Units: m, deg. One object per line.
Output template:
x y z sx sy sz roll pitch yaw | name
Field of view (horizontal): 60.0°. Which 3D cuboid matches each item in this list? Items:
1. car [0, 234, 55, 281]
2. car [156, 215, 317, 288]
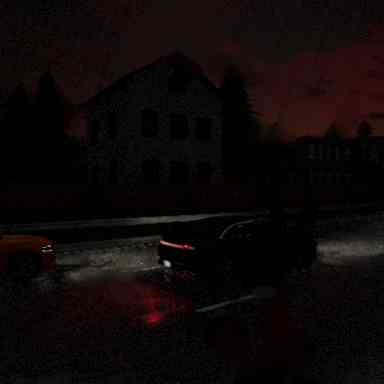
-6.002 1.483 8.063 5.008 1.535 1.882 -1 1 -35 | car
1.391 1.385 9.035 4.902 1.511 2.128 -1 1 -35 | car
